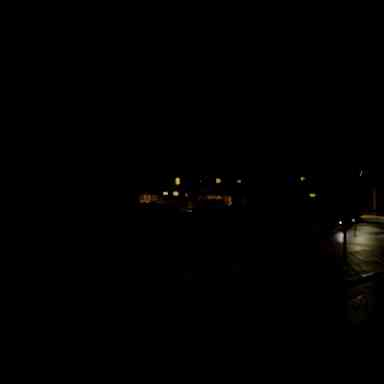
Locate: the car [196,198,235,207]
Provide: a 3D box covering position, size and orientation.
[{"bbox_3d":[2.173,1.428,30.535,2.097,1.767,4.553,-1,1,-33],"label":"car"}]

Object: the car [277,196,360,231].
[{"bbox_3d":[7.940,1.302,21.785,2.150,2.045,5.566,-1,1,-33],"label":"car"}]

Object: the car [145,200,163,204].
[{"bbox_3d":[-4.724,1.667,41.008,1.895,1.301,4.718,-1,1,-34],"label":"car"}]
